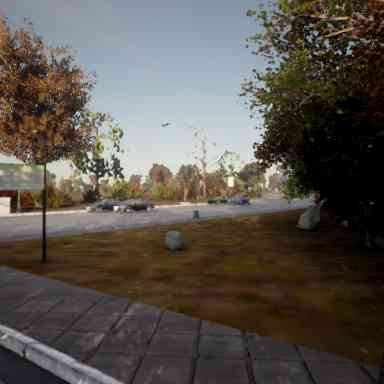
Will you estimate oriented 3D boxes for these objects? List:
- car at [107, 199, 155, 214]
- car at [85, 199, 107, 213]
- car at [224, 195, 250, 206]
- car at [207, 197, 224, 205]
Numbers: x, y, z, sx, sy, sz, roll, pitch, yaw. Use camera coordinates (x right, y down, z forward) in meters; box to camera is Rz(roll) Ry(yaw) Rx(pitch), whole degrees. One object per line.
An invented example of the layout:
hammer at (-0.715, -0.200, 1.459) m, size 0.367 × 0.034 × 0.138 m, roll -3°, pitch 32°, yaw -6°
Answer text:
car at (-6.079, 1.463, 35.124) m, size 2.128 × 1.511 × 4.902 m, roll 0°, pitch 0°, yaw 38°
car at (-9.457, 1.498, 36.497) m, size 1.812 × 1.442 × 4.674 m, roll 0°, pitch 0°, yaw 38°
car at (7.458, 1.211, 52.831) m, size 2.097 × 1.767 × 4.553 m, roll 0°, pitch 1°, yaw 35°
car at (4.422, 1.462, 54.602) m, size 1.895 × 1.301 × 4.718 m, roll 0°, pitch 0°, yaw 35°
